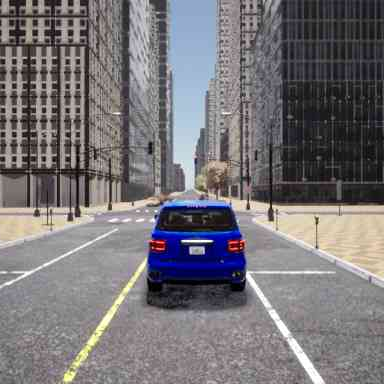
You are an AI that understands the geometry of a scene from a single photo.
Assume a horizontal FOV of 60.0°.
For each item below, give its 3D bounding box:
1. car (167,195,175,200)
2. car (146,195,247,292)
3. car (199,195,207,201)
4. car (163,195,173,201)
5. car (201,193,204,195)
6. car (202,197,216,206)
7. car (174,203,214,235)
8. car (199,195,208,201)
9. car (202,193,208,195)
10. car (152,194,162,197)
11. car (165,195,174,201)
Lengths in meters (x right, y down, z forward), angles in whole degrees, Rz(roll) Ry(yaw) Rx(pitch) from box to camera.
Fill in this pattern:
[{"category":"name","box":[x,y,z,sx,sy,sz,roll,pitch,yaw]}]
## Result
[{"category":"car","box":[-5.683,1.405,89.995,2.008,1.369,4.403,0,0,0]},{"category":"car","box":[0.099,1.220,9.093,2.150,2.045,5.566,0,0,0]},{"category":"car","box":[2.697,1.417,84.313,1.887,1.381,4.507,0,0,0]},{"category":"car","box":[-5.684,1.434,78.644,1.887,1.381,4.507,0,0,0]},{"category":"car","box":[2.698,1.219,72.964,2.192,1.841,5.009,0,0,0]},{"category":"car","box":[2.795,1.496,55.941,2.008,1.369,4.403,0,0,0]},{"category":"car","box":[0.096,1.484,19.822,2.128,1.511,4.902,0,0,0]},{"category":"car","box":[2.697,1.414,78.809,1.752,1.417,4.829,0,0,0]},{"category":"car","box":[2.826,1.397,50.263,1.967,1.590,4.097,0,0,0]},{"category":"car","box":[-5.814,1.483,50.094,1.752,1.417,4.829,0,0,0]},{"category":"car","box":[-5.683,1.423,84.319,2.008,1.369,4.403,0,0,0]}]
